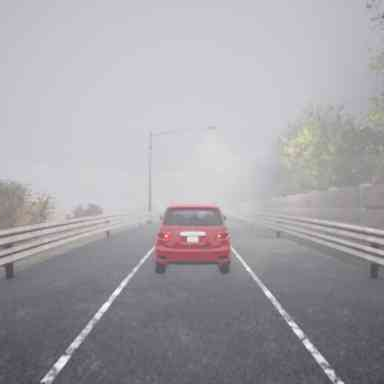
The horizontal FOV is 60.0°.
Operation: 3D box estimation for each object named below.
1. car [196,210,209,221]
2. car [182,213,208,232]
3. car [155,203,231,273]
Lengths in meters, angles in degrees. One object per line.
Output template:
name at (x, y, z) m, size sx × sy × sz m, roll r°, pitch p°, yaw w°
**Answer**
car at (1.582, 3.409, 48.466) m, size 1.812 × 1.442 × 4.674 m, roll 0°, pitch -3°, yaw 4°
car at (0.305, 2.385, 26.924) m, size 1.895 × 1.301 × 4.718 m, roll 0°, pitch -3°, yaw 2°
car at (0.031, 1.394, 11.411) m, size 2.150 × 2.045 × 5.566 m, roll 0°, pitch -1°, yaw 0°
